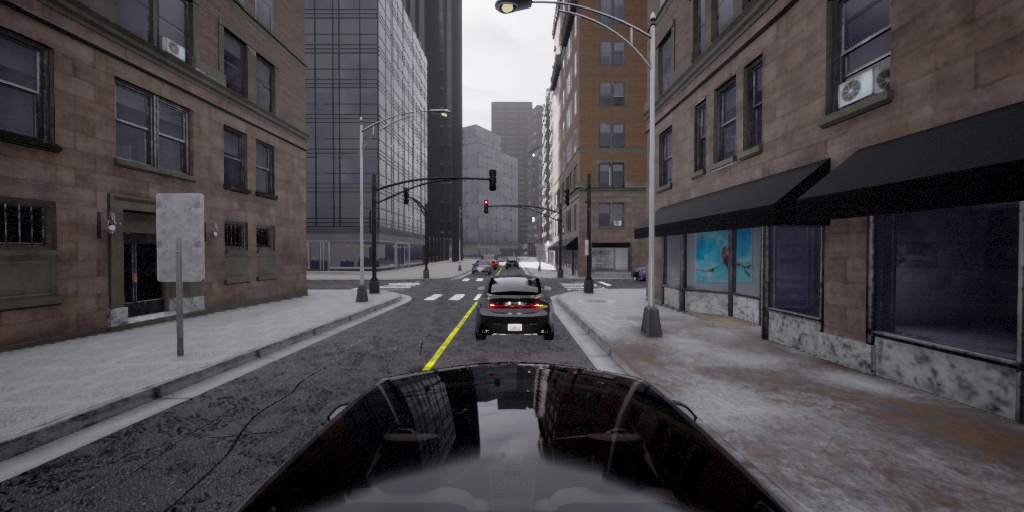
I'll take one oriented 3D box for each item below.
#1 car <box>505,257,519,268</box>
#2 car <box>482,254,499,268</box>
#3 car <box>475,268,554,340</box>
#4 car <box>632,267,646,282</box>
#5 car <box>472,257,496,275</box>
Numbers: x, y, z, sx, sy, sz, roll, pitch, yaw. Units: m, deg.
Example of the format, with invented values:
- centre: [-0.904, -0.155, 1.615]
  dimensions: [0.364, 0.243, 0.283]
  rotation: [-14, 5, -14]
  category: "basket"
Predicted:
- centre: [0.054, 1.038, 53.644]
  dimensions: [1.837, 1.490, 4.892]
  rotation: [0, 1, 0]
  category: "car"
- centre: [-3.138, 0.810, 48.256]
  dimensions: [2.150, 2.045, 5.566]
  rotation: [0, 1, 0]
  category: "car"
- centre: [0.073, 1.252, 9.961]
  dimensions: [1.837, 1.490, 4.892]
  rotation: [0, 0, 0]
  category: "car"
- centre: [10.831, 1.012, 25.124]
  dimensions: [4.553, 1.767, 2.097]
  rotation: [0, 1, -1]
  category: "car"
- centre: [-3.124, 1.164, 37.952]
  dimensions: [2.128, 1.511, 4.902]
  rotation: [0, 0, 0]
  category: "car"
